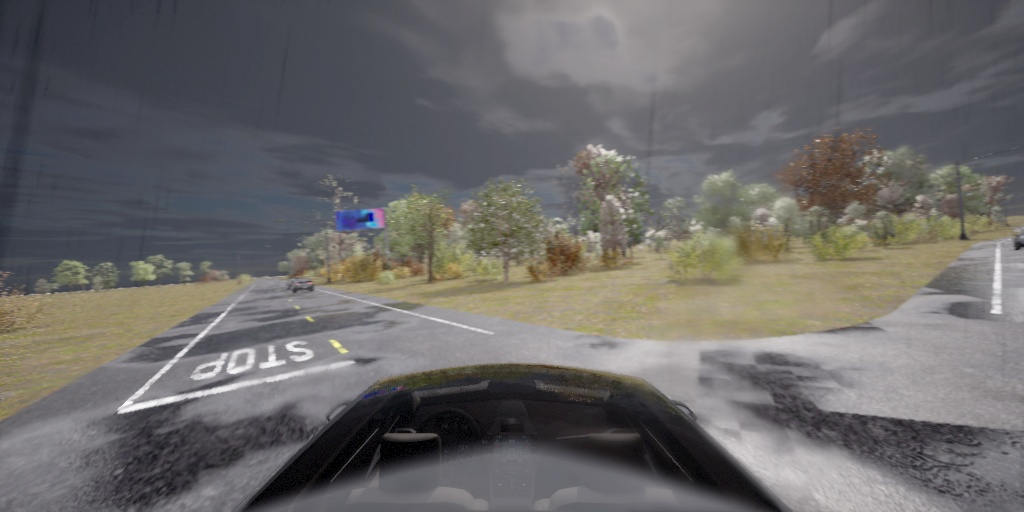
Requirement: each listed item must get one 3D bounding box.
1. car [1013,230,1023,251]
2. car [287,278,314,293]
[{"bbox_3d":[36.317,-1.178,24.771,4.181,1.385,1.994,-4,-1,-37],"label":"car"},{"bbox_3d":[-22.557,3.146,38.640,2.128,1.511,4.902,-4,-1,-34],"label":"car"}]
